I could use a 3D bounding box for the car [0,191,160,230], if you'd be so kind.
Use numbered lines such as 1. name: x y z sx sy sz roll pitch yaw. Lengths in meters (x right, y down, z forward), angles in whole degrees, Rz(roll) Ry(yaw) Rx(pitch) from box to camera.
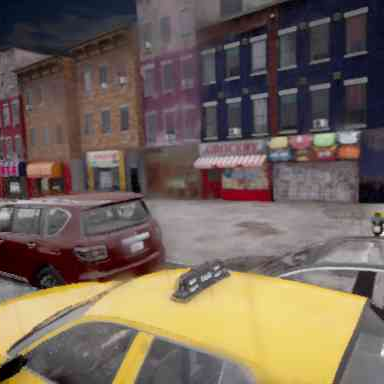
1. car: -2.820 0.959 6.737 5.009 1.841 2.192 0 7 36

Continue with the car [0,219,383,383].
1. car: -0.134 1.293 2.513 5.366 1.575 1.801 0 6 35

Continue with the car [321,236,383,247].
1. car: 1.701 1.196 3.548 4.403 1.369 2.008 0 7 36
